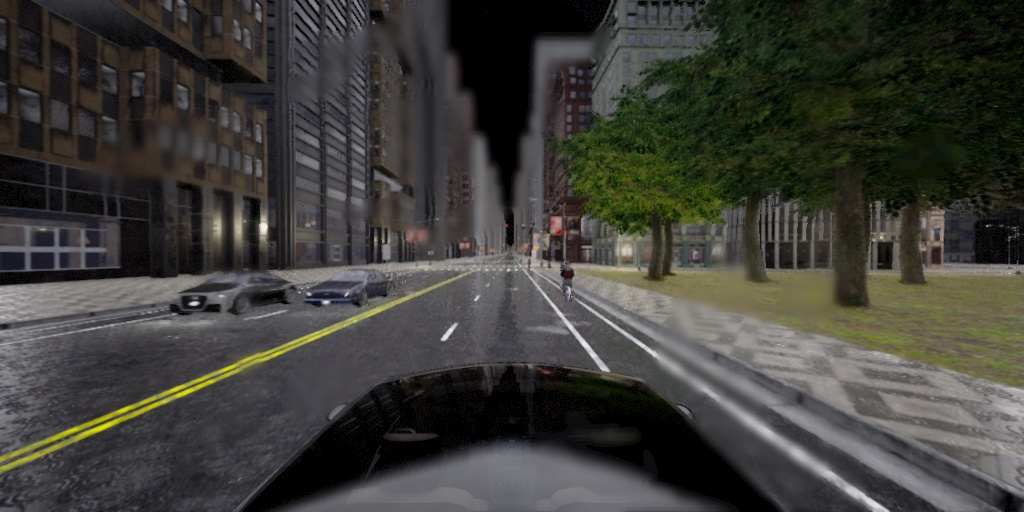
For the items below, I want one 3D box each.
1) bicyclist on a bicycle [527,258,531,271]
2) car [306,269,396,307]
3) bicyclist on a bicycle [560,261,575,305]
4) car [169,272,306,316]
[{"bbox_3d":[2.264,1.112,46.614,0.582,1.620,1.656,0,0,0],"label":"bicyclist on a bicycle"},{"bbox_3d":[-6.595,1.257,15.378,2.033,1.411,5.357,0,0,0],"label":"car"},{"bbox_3d":[2.255,1.081,14.750,0.659,1.776,1.843,0,0,0],"label":"bicyclist on a bicycle"},{"bbox_3d":[-9.845,1.279,13.089,1.994,1.385,4.181,0,0,0],"label":"car"}]
